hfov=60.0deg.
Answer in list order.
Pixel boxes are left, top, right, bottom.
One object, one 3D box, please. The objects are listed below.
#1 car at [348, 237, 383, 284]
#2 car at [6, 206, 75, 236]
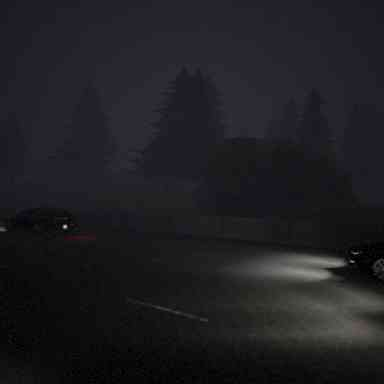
[{"bbox_3d":[6.438,1.506,7.994,4.892,1.490,1.837,0,0,36],"label":"car"},{"bbox_3d":[-8.584,1.563,18.743,4.892,1.490,1.837,0,0,36],"label":"car"}]
